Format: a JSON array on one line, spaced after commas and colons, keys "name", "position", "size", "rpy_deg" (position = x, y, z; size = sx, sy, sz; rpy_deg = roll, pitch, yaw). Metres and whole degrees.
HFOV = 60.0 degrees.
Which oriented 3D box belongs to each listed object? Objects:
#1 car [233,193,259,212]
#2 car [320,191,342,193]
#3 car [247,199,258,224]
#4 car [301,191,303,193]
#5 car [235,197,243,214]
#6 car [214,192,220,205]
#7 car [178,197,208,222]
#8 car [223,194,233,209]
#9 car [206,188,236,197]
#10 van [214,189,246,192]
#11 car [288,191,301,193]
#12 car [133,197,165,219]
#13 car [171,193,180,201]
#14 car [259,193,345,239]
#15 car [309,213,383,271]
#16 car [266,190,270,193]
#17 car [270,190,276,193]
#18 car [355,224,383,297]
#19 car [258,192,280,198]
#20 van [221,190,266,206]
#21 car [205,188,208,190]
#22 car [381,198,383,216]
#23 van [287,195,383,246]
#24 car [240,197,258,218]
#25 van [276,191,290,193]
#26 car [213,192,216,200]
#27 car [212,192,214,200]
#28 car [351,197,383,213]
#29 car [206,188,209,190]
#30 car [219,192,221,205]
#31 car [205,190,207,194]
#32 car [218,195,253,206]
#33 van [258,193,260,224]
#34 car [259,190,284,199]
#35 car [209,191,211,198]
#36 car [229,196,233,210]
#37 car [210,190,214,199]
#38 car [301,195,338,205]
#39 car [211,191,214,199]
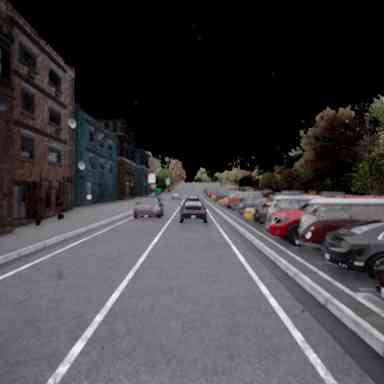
[{"name": "car", "position": [6.128, 1.205, 28.500], "size": [4.553, 1.767, 2.185], "rpy_deg": [0, 0, 0]}, {"name": "car", "position": [19.267, 1.068, 45.178], "size": [4.553, 1.767, 2.185], "rpy_deg": [0, 0, 0]}, {"name": "car", "position": [6.123, 1.393, 20.151], "size": [4.892, 1.521, 2.231], "rpy_deg": [0, 0, 0]}, {"name": "car", "position": [19.280, 0.919, 47.961], "size": [5.566, 2.045, 2.435], "rpy_deg": [0, 1, 0]}, {"name": "car", "position": [6.156, 1.352, 25.716], "size": [4.892, 1.521, 2.231], "rpy_deg": [0, 0, 0]}, {"name": "car", "position": [6.033, 1.192, 45.201], "size": [5.366, 1.575, 1.946], "rpy_deg": [0, 0, 0]}, {"name": "car", "position": [0.102, 1.347, 24.276], "size": [1.837, 1.490, 4.892], "rpy_deg": [0, 1, 0]}, {"name": "car", "position": [6.160, 1.294, 36.850], "size": [4.792, 1.488, 2.163], "rpy_deg": [0, 0, 0]}, {"name": "car", "position": [6.337, 0.712, 70.246], "size": [5.566, 2.045, 2.435], "rpy_deg": [0, 1, 0]}, {"name": "van", "position": [6.375, 0.869, 56.331], "size": [4.442, 1.987, 1.878], "rpy_deg": [0, 1, 0]}, {"name": "car", "position": [19.344, 1.094, 56.318], "size": [5.008, 1.535, 2.097], "rpy_deg": [0, 1, 0]}, {"name": "car", "position": [-3.346, 1.176, 26.546], "size": [2.097, 1.767, 4.553], "rpy_deg": [0, 0, 0]}, {"name": "car", "position": [-3.308, 0.985, 67.743], "size": [1.812, 1.442, 4.674], "rpy_deg": [0, 1, 0]}, {"name": "car", "position": [6.081, 1.180, 14.582], "size": [5.566, 2.045, 2.435], "rpy_deg": [0, 0, 0]}, {"name": "car", "position": [6.083, 1.471, 9.018], "size": [4.892, 1.521, 2.231], "rpy_deg": [0, 0, 0]}, {"name": "car", "position": [19.393, 0.935, 73.150], "size": [5.008, 1.535, 2.097], "rpy_deg": [0, 1, 0]}, {"name": "car", "position": [19.350, 0.738, 67.455], "size": [5.566, 2.045, 2.435], "rpy_deg": [0, 1, 0]}, {"name": "car", "position": [6.051, 1.519, 6.235], "size": [4.792, 1.488, 2.163], "rpy_deg": [0, 0, 0]}, {"name": "car", "position": [19.444, 0.760, 84.305], "size": [5.008, 1.535, 2.097], "rpy_deg": [0, 1, 0]}, {"name": "van", "position": [6.082, 1.016, 39.695], "size": [4.442, 1.987, 1.878], "rpy_deg": [0, 1, 0]}, {"name": "car", "position": [6.409, 0.504, 89.745], "size": [4.553, 1.767, 2.185], "rpy_deg": [0, 1, 0]}, {"name": "car", "position": [19.245, 1.331, 28.470], "size": [4.892, 1.521, 2.231], "rpy_deg": [0, 0, 0]}, {"name": "van", "position": [5.984, 1.224, 11.924], "size": [4.442, 1.987, 1.878], "rpy_deg": [0, 0, 0]}, {"name": "car", "position": [6.325, 1.368, 22.933], "size": [5.366, 1.575, 1.946], "rpy_deg": [0, 0, 0]}, {"name": "van", "position": [19.252, 0.790, 64.671], "size": [4.442, 1.987, 1.878], "rpy_deg": [0, 1, 0]}, {"name": "car", "position": [6.233, 1.146, 50.767], "size": [5.008, 1.535, 2.097], "rpy_deg": [0, 1, 0]}, {"name": "car", "position": [6.254, 1.120, 53.550], "size": [5.008, 1.535, 2.097], "rpy_deg": [0, 1, 0]}, {"name": "car", "position": [19.264, 1.286, 34.040], "size": [5.008, 1.535, 2.097], "rpy_deg": [0, 0, 0]}, {"name": "car", "position": [6.399, 0.575, 86.965], "size": [4.553, 1.767, 2.185], "rpy_deg": [0, 1, 0]}, {"name": "car", "position": [6.178, 1.093, 42.416], "size": [4.553, 1.767, 2.185], "rpy_deg": [0, 0, 0]}, {"name": "car", "position": [6.333, 0.867, 78.604], "size": [5.008, 1.535, 2.097], "rpy_deg": [0, 1, 0]}, {"name": "car", "position": [6.231, 1.211, 47.983], "size": [4.674, 1.452, 2.002], "rpy_deg": [0, 0, 0]}, {"name": "van", "position": [6.003, 1.186, 17.366], "size": [4.442, 1.987, 1.878], "rpy_deg": [0, 0, 0]}, {"name": "car", "position": [19.457, 0.565, 81.512], "size": [5.566, 2.045, 2.435], "rpy_deg": [0, 1, 0]}, {"name": "car", "position": [6.474, 1.014, 64.682], "size": [5.366, 1.575, 1.946], "rpy_deg": [0, 1, 0]}, {"name": "car", "position": [6.172, 1.349, 31.284], "size": [4.674, 1.452, 2.002], "rpy_deg": [0, 0, 0]}, {"name": "car", "position": [6.248, 0.916, 62.024], "size": [4.553, 1.767, 2.185], "rpy_deg": [0, 1, 0]}, {"name": "car", "position": [19.347, 1.175, 50.751], "size": [4.792, 1.488, 2.163], "rpy_deg": [0, 1, 0]}, {"name": "car", "position": [6.275, 1.071, 59.117], "size": [4.892, 1.521, 2.231], "rpy_deg": [0, 1, 0]}]
